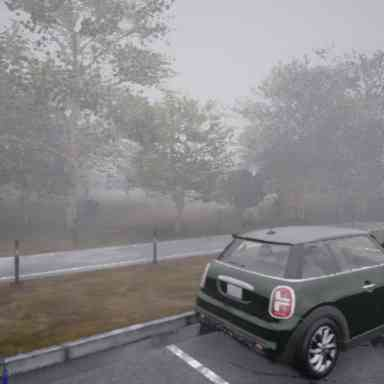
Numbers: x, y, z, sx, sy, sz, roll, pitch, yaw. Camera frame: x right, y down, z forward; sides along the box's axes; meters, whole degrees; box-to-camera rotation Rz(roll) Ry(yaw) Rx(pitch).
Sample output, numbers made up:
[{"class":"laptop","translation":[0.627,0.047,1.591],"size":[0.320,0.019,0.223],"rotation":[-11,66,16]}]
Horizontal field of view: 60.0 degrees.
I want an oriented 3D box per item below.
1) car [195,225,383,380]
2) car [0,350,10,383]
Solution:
[{"class":"car","translation":[2.362,1.368,5.742],"size":[4.553,1.767,2.185],"rotation":[0,0,-33]},{"class":"car","translation":[-3.867,1.225,1.296],"size":[5.566,2.045,2.435],"rotation":[0,0,-33]}]
